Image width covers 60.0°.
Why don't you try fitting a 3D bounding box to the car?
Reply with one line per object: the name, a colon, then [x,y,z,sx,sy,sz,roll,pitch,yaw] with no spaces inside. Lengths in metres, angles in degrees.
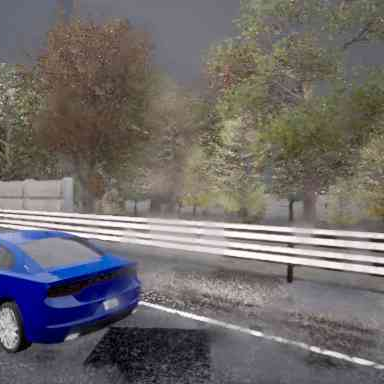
car: [-3.185,1.458,6.198,5.008,1.535,1.882,0,0,35]
